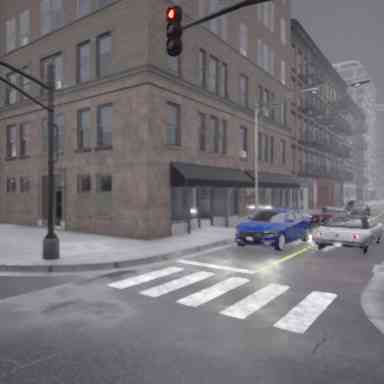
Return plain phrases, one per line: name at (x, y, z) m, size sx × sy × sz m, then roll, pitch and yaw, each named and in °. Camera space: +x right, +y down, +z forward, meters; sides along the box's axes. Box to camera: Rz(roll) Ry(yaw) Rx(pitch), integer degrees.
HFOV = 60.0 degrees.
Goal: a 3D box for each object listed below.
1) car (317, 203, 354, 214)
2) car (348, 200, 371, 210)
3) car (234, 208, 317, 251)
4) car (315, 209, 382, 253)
car at (9.434, 1.642, 22.708) m, size 1.895 × 1.301 × 4.718 m, roll 0°, pitch 0°, yaw 35°
car at (15.470, 1.563, 31.189) m, size 1.837 × 1.490 × 4.892 m, roll 0°, pitch 0°, yaw 36°
car at (3.664, 1.499, 14.585) m, size 1.882 × 1.535 × 5.008 m, roll 0°, pitch 0°, yaw 37°
car at (6.655, 1.632, 13.917) m, size 1.895 × 1.301 × 4.718 m, roll 0°, pitch 0°, yaw 37°
